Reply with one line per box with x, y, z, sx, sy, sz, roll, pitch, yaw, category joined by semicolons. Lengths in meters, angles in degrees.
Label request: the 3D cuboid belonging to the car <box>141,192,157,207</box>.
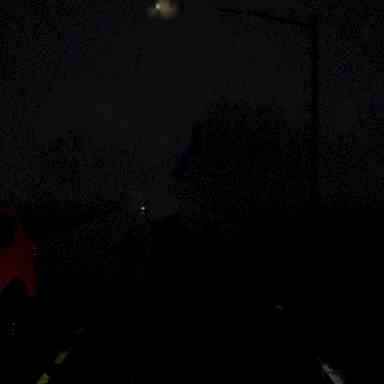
-5.879;1.209;45.740;1.882;1.535;5.008;0;1;-5;car

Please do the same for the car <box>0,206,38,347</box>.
-3.639;1.221;3.363;2.150;2.045;5.566;0;0;-1;car
